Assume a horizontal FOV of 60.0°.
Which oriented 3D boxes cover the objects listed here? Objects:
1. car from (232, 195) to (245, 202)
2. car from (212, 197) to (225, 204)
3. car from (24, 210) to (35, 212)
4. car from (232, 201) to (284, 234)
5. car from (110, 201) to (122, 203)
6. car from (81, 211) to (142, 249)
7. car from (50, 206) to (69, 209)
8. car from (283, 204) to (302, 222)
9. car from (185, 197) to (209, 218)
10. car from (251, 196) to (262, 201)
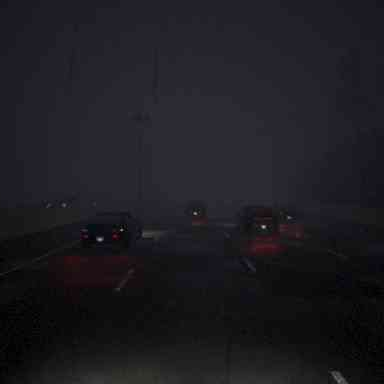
[{"bbox_3d":[9.043,1.396,64.497,2.097,1.767,4.553,0,0,15],"label":"car"},{"bbox_3d":[5.232,1.645,64.903,1.895,1.301,4.718,0,0,15],"label":"car"},{"bbox_3d":[-16.887,1.627,36.760,1.895,1.301,4.718,0,0,5],"label":"car"},{"bbox_3d":[3.668,1.518,19.344,1.837,1.490,4.892,0,0,0],"label":"car"},{"bbox_3d":[-15.273,1.488,68.765,2.128,1.511,4.902,0,0,14],"label":"car"},{"bbox_3d":[-3.352,1.536,14.449,1.812,1.442,4.674,0,0,0],"label":"car"},{"bbox_3d":[-13.487,1.378,35.296,2.097,1.767,4.553,0,0,5],"label":"car"},{"bbox_3d":[7.252,1.619,26.891,1.895,1.301,4.718,0,0,1],"label":"car"},{"bbox_3d":[0.397,1.526,30.006,1.837,1.490,4.892,0,0,3],"label":"car"},{"bbox_3d":[12.517,1.522,64.170,1.882,1.535,5.008,0,0,15],"label":"car"}]
